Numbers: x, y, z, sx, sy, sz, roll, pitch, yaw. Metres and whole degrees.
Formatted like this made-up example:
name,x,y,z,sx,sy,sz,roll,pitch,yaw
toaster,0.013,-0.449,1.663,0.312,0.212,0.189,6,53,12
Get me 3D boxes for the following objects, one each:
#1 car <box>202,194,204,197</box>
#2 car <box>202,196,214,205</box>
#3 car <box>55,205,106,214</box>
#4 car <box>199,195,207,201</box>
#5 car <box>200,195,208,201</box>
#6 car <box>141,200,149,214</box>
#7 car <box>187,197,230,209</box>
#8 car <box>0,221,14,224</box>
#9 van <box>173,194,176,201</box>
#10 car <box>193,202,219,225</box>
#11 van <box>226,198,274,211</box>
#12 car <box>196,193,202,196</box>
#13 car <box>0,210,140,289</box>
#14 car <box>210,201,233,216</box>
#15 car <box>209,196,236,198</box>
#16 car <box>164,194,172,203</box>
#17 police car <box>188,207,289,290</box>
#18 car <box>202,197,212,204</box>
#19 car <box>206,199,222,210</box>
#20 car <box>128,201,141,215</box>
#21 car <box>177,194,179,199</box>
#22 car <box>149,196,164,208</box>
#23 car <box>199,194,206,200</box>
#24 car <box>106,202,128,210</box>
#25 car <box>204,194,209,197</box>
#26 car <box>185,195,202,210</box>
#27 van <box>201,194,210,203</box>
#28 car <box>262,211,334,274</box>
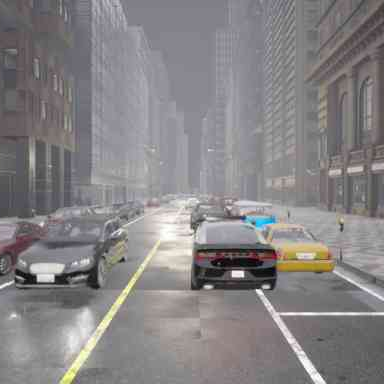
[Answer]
name,x,y,z,sx,sy,sz,roll,pitch,yaw
car,2.851,1.455,49.448,1.967,1.590,4.097,0,0,0
car,2.872,1.463,60.651,1.967,1.590,4.097,0,0,0
car,-5.737,1.441,15.839,1.967,1.590,4.097,0,0,0
car,2.925,1.587,88.660,1.887,1.381,4.507,0,0,0
car,2.915,1.583,83.058,1.887,1.381,4.507,0,0,0
car,-5.705,1.572,32.645,1.947,1.339,4.313,0,0,0
car,0.934,1.352,19.050,2.097,1.767,4.553,0,0,0
car,-5.747,1.582,10.238,1.802,1.307,4.206,0,0,0
van,-5.611,1.379,83.066,1.690,1.788,3.998,0,0,0
car,0.946,1.529,25.079,1.812,1.442,4.674,0,0,0
van,2.788,1.341,15.838,1.690,1.788,3.998,0,0,0
car,0.106,1.372,55.780,2.097,1.767,4.553,0,0,0
car,-2.984,1.491,9.237,2.128,1.511,4.902,0,0,0
car,2.820,1.587,32.643,1.802,1.307,4.206,0,0,0
car,2.809,1.318,27.041,2.192,1.841,5.009,0,0,0
car,-5.643,1.467,66.259,1.967,1.590,4.097,0,0,0
police car,0.916,1.425,9.189,1.930,1.638,5.238,0,0,0
car,2.883,1.608,66.253,1.802,1.307,4.206,0,0,0
car,2.841,1.578,43.846,1.947,1.339,4.313,0,0,0
car,-5.715,1.569,27.044,1.947,1.339,4.313,0,0,0
car,-5.590,1.591,94.269,1.887,1.381,4.507,0,0,0
car,-5.674,1.560,49.452,1.887,1.381,4.507,0,0,0
car,2.935,1.486,94.262,1.967,1.590,4.097,0,0,0
car,-5.726,1.553,21.442,2.008,1.369,4.403,0,0,0
car,2.830,1.323,38.244,2.192,1.841,5.009,0,0,0
car,0.104,1.538,43.697,1.812,1.442,4.674,0,0,1
van,2.893,1.371,71.854,1.690,1.788,3.998,0,0,0
car,2.778,1.525,10.406,1.752,1.417,4.829,0,0,0
